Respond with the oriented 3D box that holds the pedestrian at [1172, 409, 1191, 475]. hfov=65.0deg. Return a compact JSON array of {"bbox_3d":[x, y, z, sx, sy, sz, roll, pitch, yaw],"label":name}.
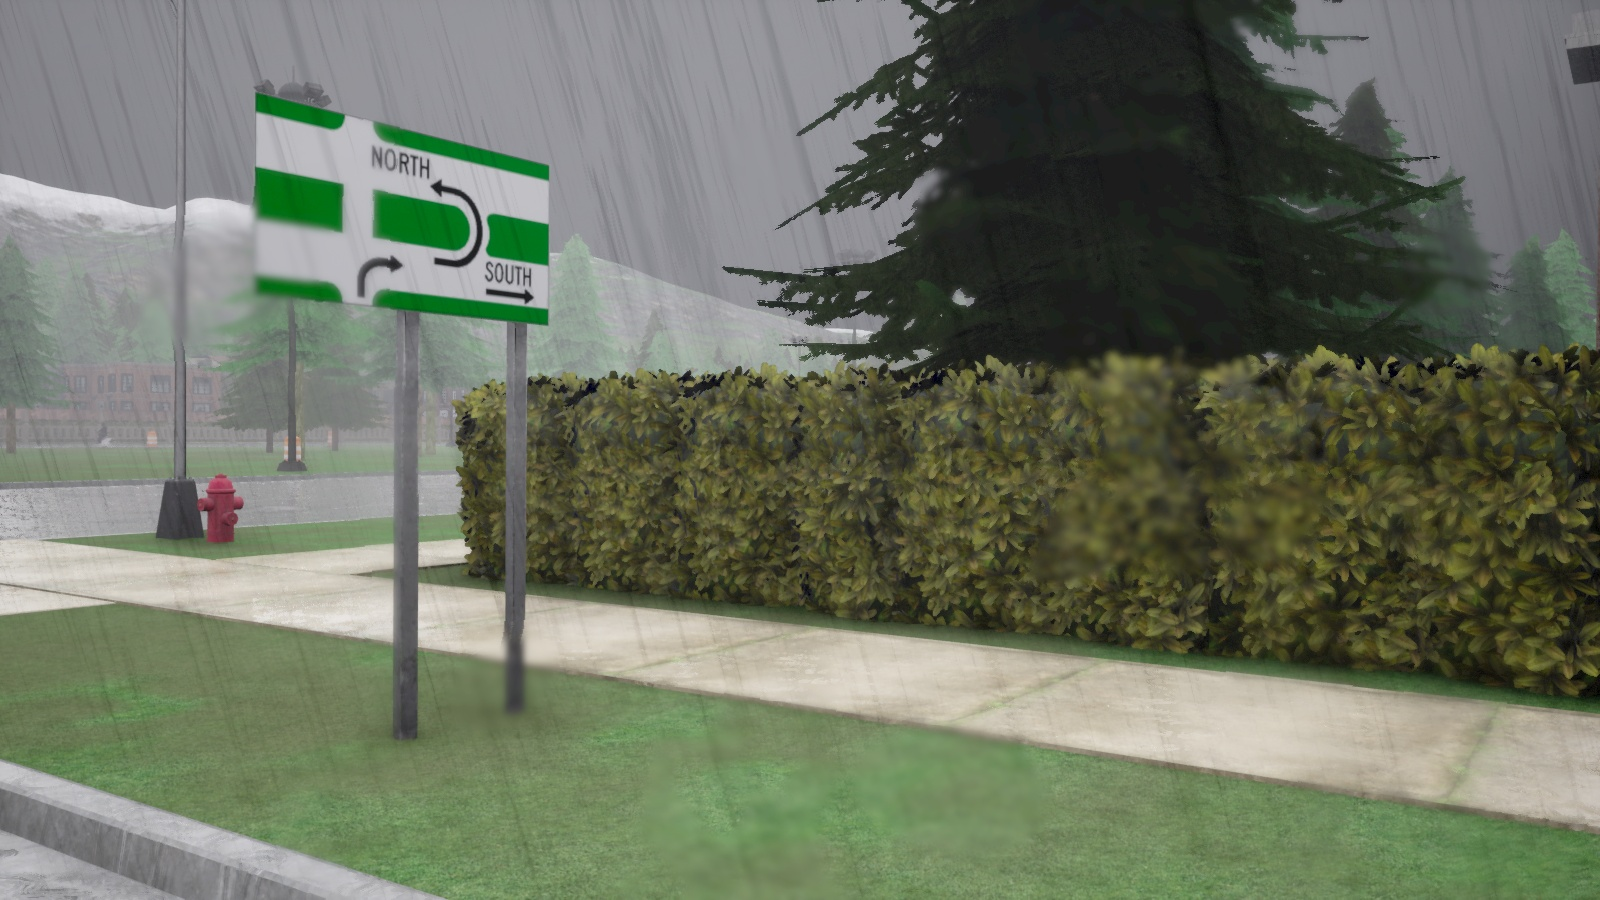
[{"bbox_3d":[10.731,-0.219,35.323,0.345,1.836,0.594,0,1,34],"label":"pedestrian"}]
